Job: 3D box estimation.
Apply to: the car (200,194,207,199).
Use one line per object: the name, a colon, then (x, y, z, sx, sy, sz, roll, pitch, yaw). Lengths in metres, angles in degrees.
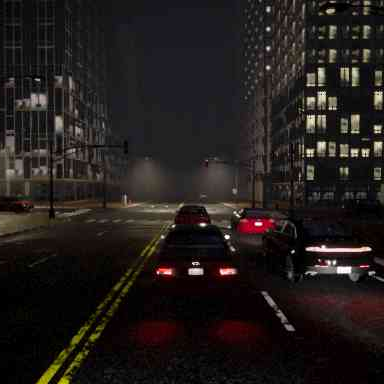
car: (3.026, 1.266, 91.407, 1.812, 1.442, 4.674, 0, 0, 0)

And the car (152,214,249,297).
car: (0.080, 1.544, 8.764, 2.033, 1.411, 5.357, 0, 0, 0)

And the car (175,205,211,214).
car: (0.059, 1.468, 18.585, 1.882, 1.535, 5.008, 0, 0, 1)

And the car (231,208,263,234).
car: (3.304, 1.554, 18.480, 1.994, 1.385, 4.181, 0, 0, 0)

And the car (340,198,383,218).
car: (16.128, 1.519, 30.232, 5.009, 1.841, 2.192, 1, 0, 1)

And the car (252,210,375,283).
car: (3.325, 1.487, 9.679, 2.128, 1.511, 4.902, 0, 0, 0)

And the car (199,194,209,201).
car: (3.051, 1.513, 81.434, 1.895, 1.301, 4.718, 0, 0, 0)

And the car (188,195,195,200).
car: (-0.228, 1.459, 92.866, 1.994, 1.385, 4.181, 0, 0, 0)

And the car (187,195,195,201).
car: (-0.203, 1.519, 82.776, 1.895, 1.301, 4.718, 0, 0, 0)

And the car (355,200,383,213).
car: (21.716, 1.642, 38.532, 4.829, 1.417, 1.752, 1, 0, 1)

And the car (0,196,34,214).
car: (-18.289, 1.206, 33.294, 4.553, 1.767, 2.097, 1, 1, 1)
